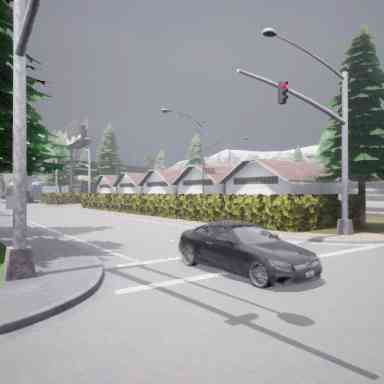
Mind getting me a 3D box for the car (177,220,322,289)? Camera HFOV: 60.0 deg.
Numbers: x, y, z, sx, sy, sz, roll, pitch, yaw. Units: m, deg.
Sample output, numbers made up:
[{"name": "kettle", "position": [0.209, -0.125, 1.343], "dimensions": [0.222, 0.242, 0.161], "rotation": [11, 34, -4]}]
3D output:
[{"name": "car", "position": [1.346, 1.592, 9.507], "dimensions": [1.812, 1.442, 4.674], "rotation": [0, 1, -36]}]
